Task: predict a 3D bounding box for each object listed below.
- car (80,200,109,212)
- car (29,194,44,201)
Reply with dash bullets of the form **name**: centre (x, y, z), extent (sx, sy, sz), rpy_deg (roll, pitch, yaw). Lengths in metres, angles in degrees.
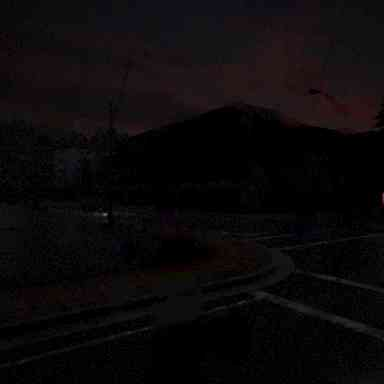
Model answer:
- **car**: centre (-11.061, 1.587, 37.756), extent (1.895, 1.301, 4.718), rpy_deg (0, 0, -35)
- **car**: centre (-39.025, 1.341, 84.138), extent (2.097, 1.767, 4.553), rpy_deg (0, 0, -35)
